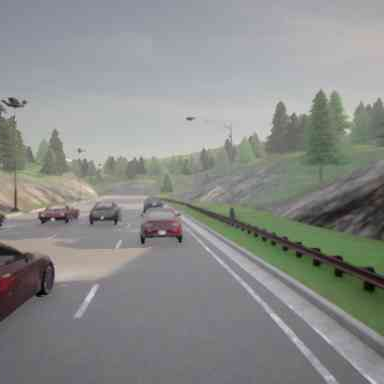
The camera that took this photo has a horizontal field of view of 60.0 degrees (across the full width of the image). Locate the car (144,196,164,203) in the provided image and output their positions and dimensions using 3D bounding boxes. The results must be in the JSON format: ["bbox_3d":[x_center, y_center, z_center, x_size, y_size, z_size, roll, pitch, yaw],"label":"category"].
[{"bbox_3d":[-3.951,1.231,34.582,2.097,1.767,4.553,0,0,-8],"label":"car"}]

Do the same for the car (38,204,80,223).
[{"bbox_3d":[-9.684,1.563,24.638,1.895,1.301,4.718,0,0,-7],"label":"car"}]

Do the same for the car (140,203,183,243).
[{"bbox_3d":[-1.491,1.468,15.795,1.812,1.442,4.674,0,0,-7],"label":"car"}]

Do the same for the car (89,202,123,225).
[{"bbox_3d":[-6.023,1.432,23.590,2.128,1.511,4.902,0,0,-7],"label":"car"}]

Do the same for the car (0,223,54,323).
[{"bbox_3d":[-3.876,1.528,5.583,1.812,1.442,4.674,0,0,-5],"label":"car"}]

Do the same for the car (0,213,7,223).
[{"bbox_3d":[-12.524,1.530,19.338,1.812,1.442,4.674,0,0,-7],"label":"car"}]
